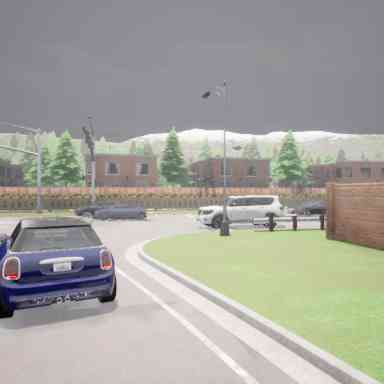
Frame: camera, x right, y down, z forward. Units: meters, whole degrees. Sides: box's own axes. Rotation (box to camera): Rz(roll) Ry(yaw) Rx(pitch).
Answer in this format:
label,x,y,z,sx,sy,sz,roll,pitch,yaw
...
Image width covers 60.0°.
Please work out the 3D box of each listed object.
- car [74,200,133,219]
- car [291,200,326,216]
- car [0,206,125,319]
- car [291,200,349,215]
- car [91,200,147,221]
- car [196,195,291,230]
label,x,y,z,sx,sy,sz,roll,pitch,yaw
car,-7.732,1.504,29.276,4.892,1.490,1.837,0,0,-14
car,11.216,1.491,30.337,4.902,1.511,2.128,0,0,-14
car,-3.315,1.352,7.773,2.097,1.767,4.553,0,0,-29
car,13.221,1.547,34.437,5.357,1.411,2.033,0,0,-14
car,-5.629,1.564,26.190,4.181,1.385,1.994,0,0,-14
car,3.061,1.219,21.122,5.566,2.045,2.150,0,0,-14
